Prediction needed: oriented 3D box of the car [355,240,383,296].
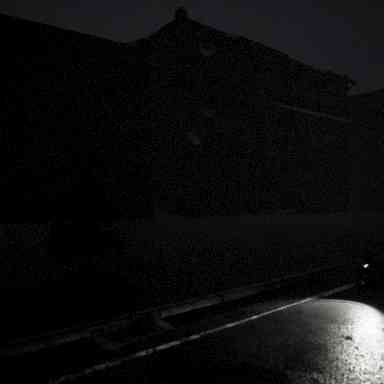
[{"bbox_3d":[5.565,1.617,7.674,4.181,1.385,1.994,1,-1,-38],"label":"car"}]
